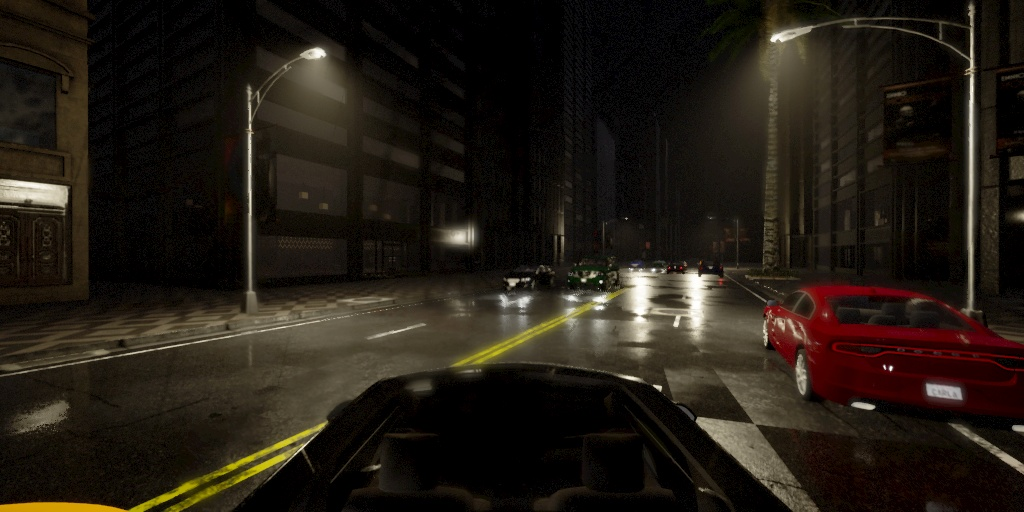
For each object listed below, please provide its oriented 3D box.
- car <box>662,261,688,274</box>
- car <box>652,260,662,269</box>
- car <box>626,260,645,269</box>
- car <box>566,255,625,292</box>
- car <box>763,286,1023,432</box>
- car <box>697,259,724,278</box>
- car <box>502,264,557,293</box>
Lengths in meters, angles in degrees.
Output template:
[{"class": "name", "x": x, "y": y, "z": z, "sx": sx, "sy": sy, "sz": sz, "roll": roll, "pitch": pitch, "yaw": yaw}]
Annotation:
[{"class": "car", "x": 18.647, "y": 1.315, "z": 40.733, "sx": 2.033, "sy": 1.411, "sz": 5.357, "roll": 0, "pitch": 0, "yaw": 27}, {"class": "car", "x": 24.190, "y": 1.389, "z": 58.954, "sx": 1.895, "sy": 1.301, "sz": 4.718, "roll": 0, "pitch": 0, "yaw": 28}, {"class": "car", "x": 20.589, "y": 1.311, "z": 59.085, "sx": 1.812, "sy": 1.442, "sz": 4.674, "roll": 0, "pitch": 0, "yaw": 28}, {"class": "car", "x": 5.173, "y": 0.975, "z": 22.085, "sx": 2.150, "sy": 2.045, "sz": 5.566, "roll": 0, "pitch": 0, "yaw": 27}, {"class": "car", "x": 5.513, "y": 1.228, "z": 5.834, "sx": 1.882, "sy": 1.535, "sz": 5.008, "roll": 0, "pitch": 0, "yaw": 27}, {"class": "car", "x": 19.287, "y": 1.116, "z": 34.911, "sx": 2.097, "sy": 1.767, "sz": 4.553, "roll": 0, "pitch": 0, "yaw": 27}, {"class": "car", "x": 1.144, "y": 1.244, "z": 21.359, "sx": 2.128, "sy": 1.511, "sz": 4.902, "roll": 0, "pitch": 0, "yaw": 27}]
